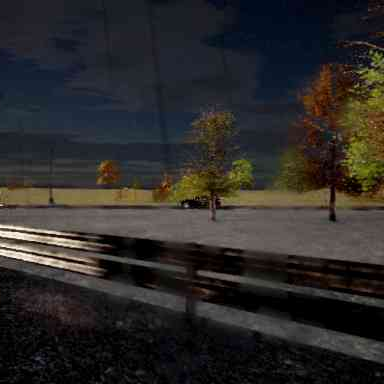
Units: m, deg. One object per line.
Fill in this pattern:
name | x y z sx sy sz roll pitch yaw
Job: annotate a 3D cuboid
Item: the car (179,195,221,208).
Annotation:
car | 0.964 1.121 38.823 4.892 1.490 1.837 0 0 12
